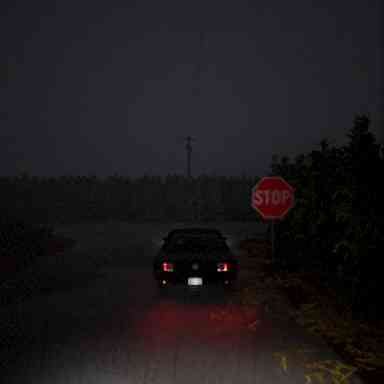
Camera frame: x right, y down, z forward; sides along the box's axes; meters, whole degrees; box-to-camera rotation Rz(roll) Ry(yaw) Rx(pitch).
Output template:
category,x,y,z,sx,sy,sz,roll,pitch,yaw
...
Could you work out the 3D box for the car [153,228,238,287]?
category,x,y,z,sx,sy,sz,roll,pitch,yaw
car,0.089,1.684,9.495,1.895,1.301,4.718,0,0,0
